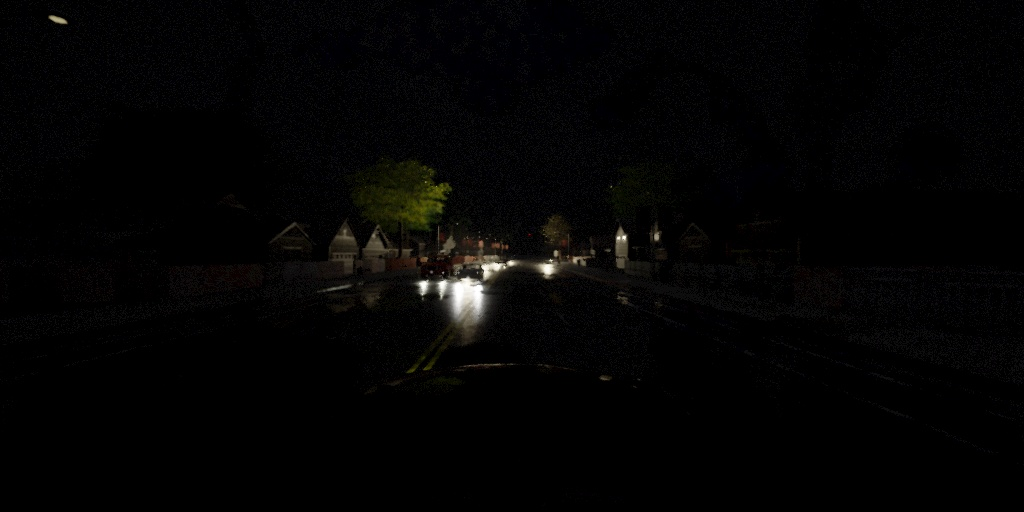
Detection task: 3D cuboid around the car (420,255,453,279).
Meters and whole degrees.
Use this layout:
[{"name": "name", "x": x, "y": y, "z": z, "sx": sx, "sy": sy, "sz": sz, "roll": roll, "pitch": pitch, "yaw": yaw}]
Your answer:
[{"name": "car", "x": -6.590, "y": 0.951, "z": 32.179, "sx": 2.150, "sy": 2.045, "sz": 5.566, "roll": 0, "pitch": 0, "yaw": 0}]

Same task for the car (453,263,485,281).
[{"name": "car", "x": -3.346, "y": 1.335, "z": 29.504, "sx": 1.895, "sy": 1.301, "sz": 4.718, "roll": 0, "pitch": 0, "yaw": 0}]
